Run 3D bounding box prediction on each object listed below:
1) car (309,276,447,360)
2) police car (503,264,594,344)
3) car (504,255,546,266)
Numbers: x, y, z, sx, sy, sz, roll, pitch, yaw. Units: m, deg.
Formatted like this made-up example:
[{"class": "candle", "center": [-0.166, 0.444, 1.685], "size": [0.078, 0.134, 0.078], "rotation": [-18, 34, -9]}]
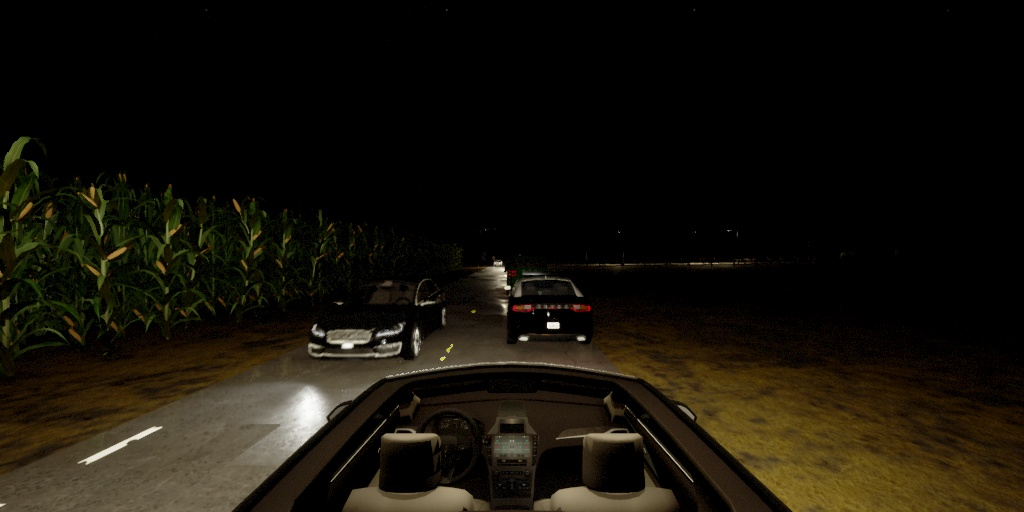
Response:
[{"class": "car", "center": [-2.754, 1.257, 8.434], "size": [1.837, 1.490, 4.892], "rotation": [0, 0, 0]}, {"class": "police car", "center": [0.817, 1.179, 9.709], "size": [1.930, 1.638, 5.238], "rotation": [0, 0, 0]}, {"class": "car", "center": [0.807, 0.995, 19.631], "size": [2.150, 2.045, 5.566], "rotation": [0, 0, 0]}]
